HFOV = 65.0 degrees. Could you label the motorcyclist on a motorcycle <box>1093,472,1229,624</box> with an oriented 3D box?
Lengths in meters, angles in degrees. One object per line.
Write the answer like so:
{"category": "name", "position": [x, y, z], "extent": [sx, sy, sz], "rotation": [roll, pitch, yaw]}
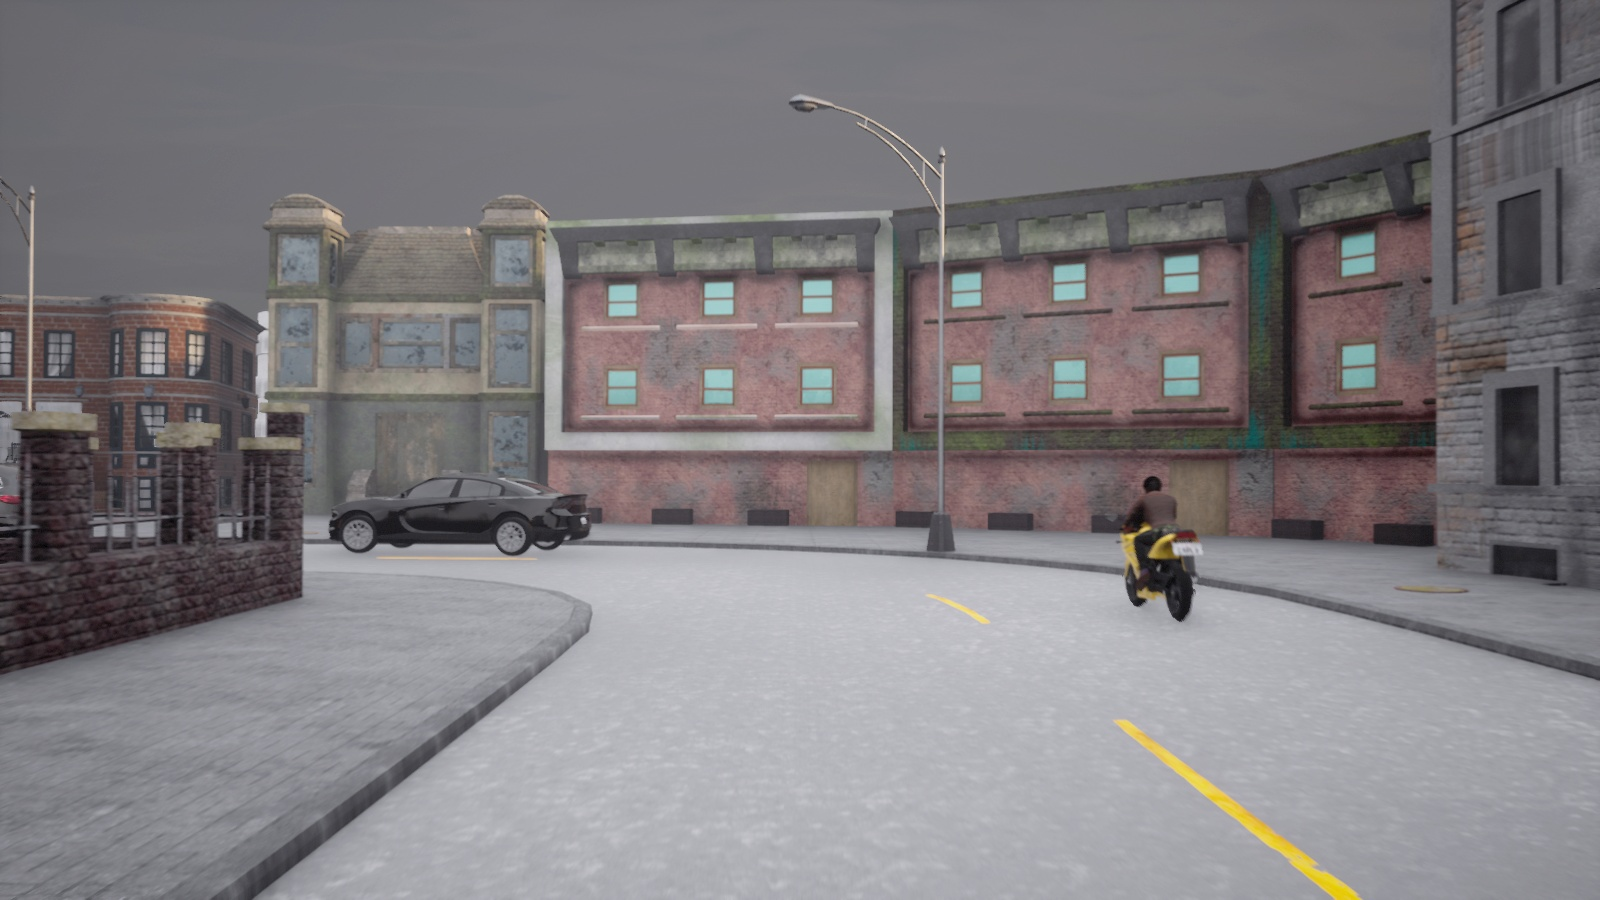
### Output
{"category": "motorcyclist on a motorcycle", "position": [3.905, 1.013, 13.779], "extent": [0.797, 1.523, 2.044], "rotation": [-1, -1, -3]}

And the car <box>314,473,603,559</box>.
{"category": "car", "position": [-6.479, 1.221, 24.007], "extent": [5.008, 1.535, 1.882], "rotation": [0, -1, 10]}

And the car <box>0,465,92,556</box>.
{"category": "car", "position": [-16.543, 1.129, 24.118], "extent": [4.611, 1.667, 2.242], "rotation": [0, -1, 0]}
